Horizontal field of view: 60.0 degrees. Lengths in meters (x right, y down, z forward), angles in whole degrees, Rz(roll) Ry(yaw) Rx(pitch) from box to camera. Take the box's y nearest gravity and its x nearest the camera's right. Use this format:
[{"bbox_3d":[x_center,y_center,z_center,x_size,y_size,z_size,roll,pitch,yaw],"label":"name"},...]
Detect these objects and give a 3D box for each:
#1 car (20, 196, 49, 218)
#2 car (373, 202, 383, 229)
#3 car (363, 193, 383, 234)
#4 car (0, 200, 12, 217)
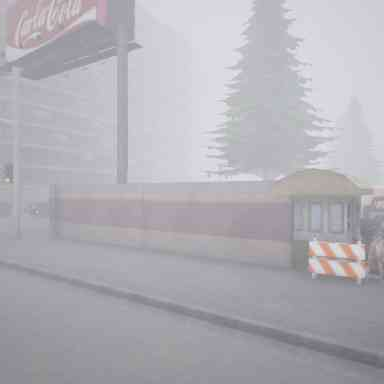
[{"bbox_3d":[-12.424,1.222,30.857,2.150,2.045,5.566,0,0,35],"label":"car"},{"bbox_3d":[12.661,1.338,18.653,4.193,1.474,1.816,0,0,35],"label":"car"},{"bbox_3d":[10.719,1.149,16.598,3.866,1.878,1.905,0,0,35],"label":"car"},{"bbox_3d":[-17.706,1.505,29.452,1.837,1.490,4.892,0,0,35],"label":"car"}]
